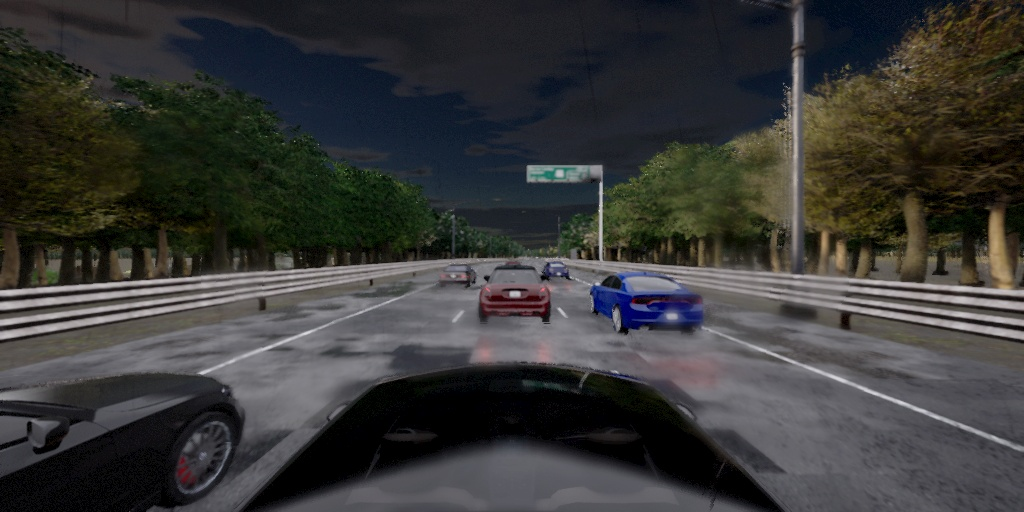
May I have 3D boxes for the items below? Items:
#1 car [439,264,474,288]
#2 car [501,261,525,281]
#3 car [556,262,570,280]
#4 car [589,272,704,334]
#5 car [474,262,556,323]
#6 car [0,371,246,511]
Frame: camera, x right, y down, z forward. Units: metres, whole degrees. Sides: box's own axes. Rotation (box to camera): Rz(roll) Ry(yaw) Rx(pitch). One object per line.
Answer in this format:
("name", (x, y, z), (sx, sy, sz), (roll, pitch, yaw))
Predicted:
("car", (-3.399, 1.226, 23.298), (2.033, 1.411, 5.357), (0, 0, 0))
("car", (0.104, 1.187, 29.748), (1.812, 1.442, 4.674), (0, 0, 0))
("car", (3.604, 1.187, 29.825), (1.812, 1.442, 4.674), (0, 0, 0))
("car", (3.608, 1.197, 10.533), (1.882, 1.535, 5.008), (0, 0, 0))
("car", (0.098, 1.067, 12.070), (2.097, 1.767, 4.553), (0, 0, 0))
("car", (-3.409, 1.277, 1.400), (1.812, 1.442, 4.674), (0, 0, 0))
